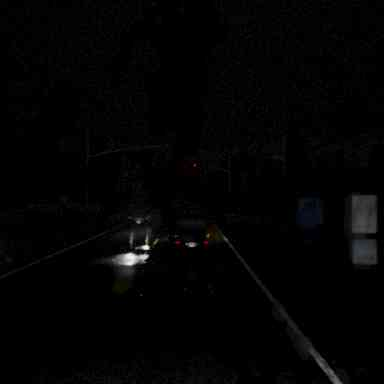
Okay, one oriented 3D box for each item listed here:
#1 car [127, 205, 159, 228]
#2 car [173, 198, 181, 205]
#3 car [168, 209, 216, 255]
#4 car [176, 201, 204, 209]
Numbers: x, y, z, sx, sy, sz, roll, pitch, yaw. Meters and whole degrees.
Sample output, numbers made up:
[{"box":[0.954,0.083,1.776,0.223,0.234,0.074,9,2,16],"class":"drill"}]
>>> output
[{"box":[-3.534,1.761,24.549,2.128,1.511,4.902,0,-1,0],"class":"car"},{"box":[-3.556,2.228,80.353,2.097,1.767,4.553,0,-1,0],"class":"car"},{"box":[0.010,1.678,13.883,1.812,1.442,4.674,0,0,0],"class":"car"},{"box":[-0.003,1.803,28.488,2.128,1.511,4.902,0,0,0],"class":"car"}]
